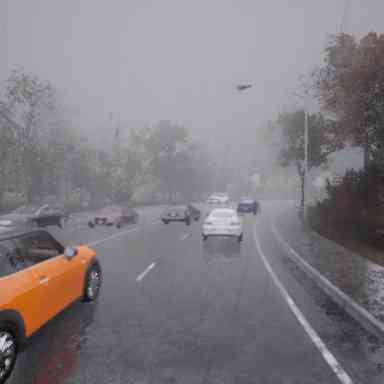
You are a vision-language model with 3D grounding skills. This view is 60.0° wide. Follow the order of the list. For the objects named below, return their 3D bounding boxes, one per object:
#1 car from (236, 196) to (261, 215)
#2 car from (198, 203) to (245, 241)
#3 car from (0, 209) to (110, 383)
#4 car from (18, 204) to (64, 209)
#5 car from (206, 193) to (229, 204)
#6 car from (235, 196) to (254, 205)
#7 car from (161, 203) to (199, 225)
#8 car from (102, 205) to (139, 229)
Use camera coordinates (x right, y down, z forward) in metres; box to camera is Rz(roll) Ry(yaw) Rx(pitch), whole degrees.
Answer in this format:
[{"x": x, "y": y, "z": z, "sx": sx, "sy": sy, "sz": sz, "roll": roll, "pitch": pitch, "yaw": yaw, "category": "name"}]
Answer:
[{"x": 5.904, "y": 1.469, "z": 34.064, "sx": 1.882, "sy": 1.535, "sz": 5.008, "roll": 0, "pitch": 0, "yaw": 18, "category": "car"}, {"x": 1.620, "y": 1.515, "z": 16.612, "sx": 1.812, "sy": 1.442, "sz": 4.674, "roll": 0, "pitch": 0, "yaw": 9, "category": "car"}, {"x": -3.094, "y": 1.334, "z": 5.395, "sx": 2.097, "sy": 1.767, "sz": 4.553, "roll": 0, "pitch": 0, "yaw": 3, "category": "car"}, {"x": -8.840, "y": 1.429, "z": 18.821, "sx": 2.128, "sy": 1.511, "sz": 4.902, "roll": 0, "pitch": 0, "yaw": 10, "category": "car"}, {"x": 4.533, "y": 1.159, "z": 57.619, "sx": 2.150, "sy": 2.045, "sz": 5.566, "roll": 0, "pitch": 0, "yaw": 29, "category": "car"}, {"x": 9.410, "y": 1.494, "z": 59.036, "sx": 1.812, "sy": 1.442, "sz": 4.674, "roll": 0, "pitch": 0, "yaw": 30, "category": "car"}, {"x": -0.653, "y": 1.517, "z": 23.650, "sx": 2.033, "sy": 1.411, "sz": 5.357, "roll": 0, "pitch": 0, "yaw": 12, "category": "car"}, {"x": -4.889, "y": 1.517, "z": 21.047, "sx": 1.994, "sy": 1.385, "sz": 4.181, "roll": 0, "pitch": 0, "yaw": 11, "category": "car"}]
